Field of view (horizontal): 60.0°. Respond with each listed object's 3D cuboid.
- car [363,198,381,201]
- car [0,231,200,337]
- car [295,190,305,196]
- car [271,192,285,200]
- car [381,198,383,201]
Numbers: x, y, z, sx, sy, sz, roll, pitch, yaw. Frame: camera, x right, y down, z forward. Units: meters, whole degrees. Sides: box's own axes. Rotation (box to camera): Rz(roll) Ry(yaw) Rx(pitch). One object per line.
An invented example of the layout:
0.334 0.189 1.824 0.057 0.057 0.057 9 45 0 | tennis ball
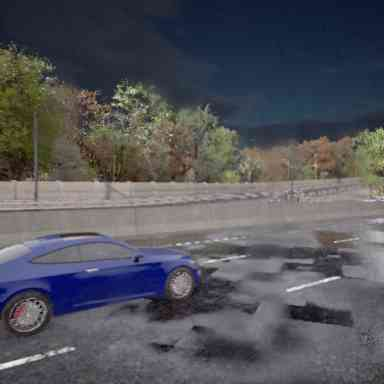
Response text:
30.747 1.586 55.917 4.718 1.301 1.895 0 0 -35 | car
-2.004 1.525 6.618 4.674 1.442 1.812 0 0 -35 | car
25.813 0.353 79.911 1.882 1.535 5.008 0 2 33 | car
17.329 0.820 66.601 1.812 1.442 4.674 0 1 31 | car
32.462 1.511 52.863 4.674 1.442 1.812 0 0 -35 | car
